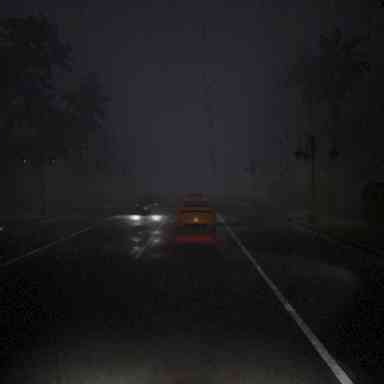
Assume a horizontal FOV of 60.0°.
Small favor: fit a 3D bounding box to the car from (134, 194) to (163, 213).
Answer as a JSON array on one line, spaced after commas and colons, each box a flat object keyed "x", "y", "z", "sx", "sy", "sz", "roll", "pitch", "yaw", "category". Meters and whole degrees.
[{"x": -3.357, "y": 0.869, "z": 26.505, "sx": 1.812, "sy": 1.442, "sz": 4.674, "roll": 0, "pitch": 1, "yaw": 0, "category": "car"}]

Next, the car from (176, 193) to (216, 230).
[{"x": 0.191, "y": 1.030, "z": 17.484, "sx": 1.882, "sy": 1.535, "sz": 5.008, "roll": 0, "pitch": 2, "yaw": 0, "category": "car"}]

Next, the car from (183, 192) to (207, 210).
[{"x": 0.270, "y": 0.751, "z": 31.257, "sx": 2.033, "sy": 1.411, "sz": 5.357, "roll": 0, "pitch": 1, "yaw": 0, "category": "car"}]
